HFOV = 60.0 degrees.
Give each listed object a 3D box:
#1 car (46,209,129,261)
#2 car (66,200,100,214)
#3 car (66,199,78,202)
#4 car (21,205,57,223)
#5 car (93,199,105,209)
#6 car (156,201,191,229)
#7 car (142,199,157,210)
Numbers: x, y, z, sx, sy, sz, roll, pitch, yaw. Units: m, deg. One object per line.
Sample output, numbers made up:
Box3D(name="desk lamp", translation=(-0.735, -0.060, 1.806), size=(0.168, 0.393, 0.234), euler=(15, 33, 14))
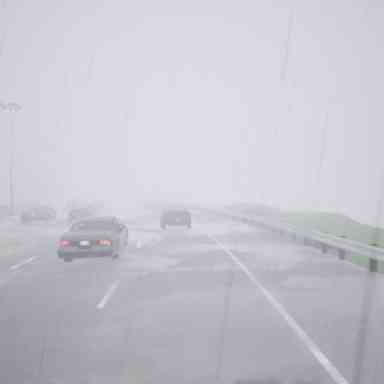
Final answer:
Box3D(name="car", translation=(-3.522, 1.611, 12.604), size=(2.033, 1.411, 5.357), euler=(-1, 0, -6))
Box3D(name="car", translation=(-9.012, 1.678, 27.527), size=(1.812, 1.442, 4.674), euler=(0, 0, -10))
Box3D(name="car", translation=(-18.154, 1.774, 50.849), size=(1.882, 1.535, 5.008), euler=(0, 0, -19))
Box3D(name="car", translation=(-12.609, 1.754, 27.598), size=(1.994, 1.385, 4.181), euler=(0, 0, -10))
Box3D(name="car", translation=(-14.192, 1.730, 49.905), size=(1.882, 1.535, 5.008), euler=(0, 0, -18))
Box3D(name="car", translation=(-1.228, 1.537, 22.586), size=(1.882, 1.535, 5.008), euler=(0, 0, -8))
Box3D(name="car", translation=(-5.507, 1.676, 44.744), size=(1.812, 1.442, 4.674), euler=(0, 0, -16))
